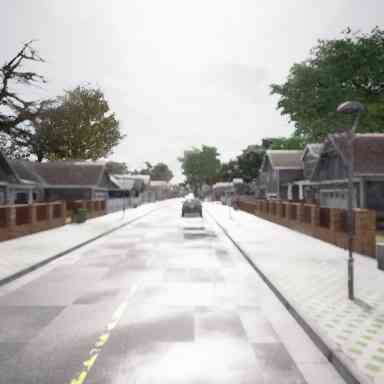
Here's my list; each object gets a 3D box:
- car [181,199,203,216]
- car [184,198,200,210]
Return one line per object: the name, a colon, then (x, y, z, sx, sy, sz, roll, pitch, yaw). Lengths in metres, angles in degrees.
car: (-0.015, 1.465, 33.829, 2.097, 1.767, 4.553, 0, 0, 0)
car: (-0.005, 1.653, 45.720, 2.128, 1.511, 4.902, 0, 0, 0)
